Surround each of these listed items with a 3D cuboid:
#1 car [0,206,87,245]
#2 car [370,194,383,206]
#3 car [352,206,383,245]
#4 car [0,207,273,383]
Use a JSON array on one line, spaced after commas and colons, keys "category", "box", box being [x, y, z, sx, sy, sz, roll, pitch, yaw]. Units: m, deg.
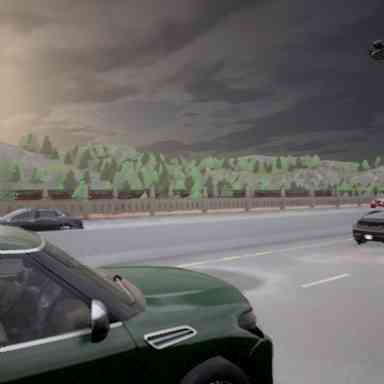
[{"category": "car", "box": [-7.676, 1.503, 15.712, 4.892, 1.490, 1.837, 0, 0, -35]}, {"category": "car", "box": [25.730, 1.270, 43.727, 5.566, 2.045, 2.150, 1, 0, -35]}, {"category": "car", "box": [8.846, 1.504, 14.355, 4.892, 1.490, 1.837, 0, 0, -35]}, {"category": "car", "box": [-1.873, 1.221, 2.409, 5.566, 2.045, 2.150, 0, 0, -36]}]
